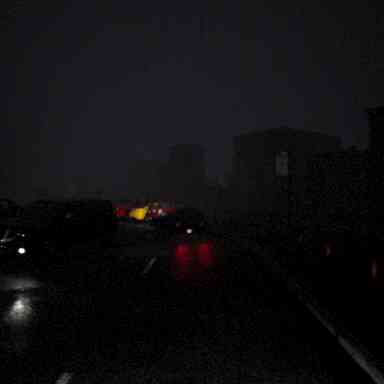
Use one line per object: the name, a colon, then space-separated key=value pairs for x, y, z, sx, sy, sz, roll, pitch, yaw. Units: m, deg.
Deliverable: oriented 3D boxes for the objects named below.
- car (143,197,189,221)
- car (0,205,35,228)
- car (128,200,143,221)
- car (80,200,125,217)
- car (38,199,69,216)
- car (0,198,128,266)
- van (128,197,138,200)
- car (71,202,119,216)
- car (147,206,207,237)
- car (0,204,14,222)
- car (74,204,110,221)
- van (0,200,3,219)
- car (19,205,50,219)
car: x=-1.209 y=1.529 z=26.818 sx=4.553 sy=1.767 sz=2.185 roll=0 pitch=-1 yaw=-38
car: x=-13.854 y=1.711 z=23.200 sx=4.892 sy=1.521 sz=2.231 roll=0 pitch=-1 yaw=-38
car: x=-3.036 y=1.710 z=29.239 sx=5.008 sy=1.535 sz=2.097 roll=0 pitch=-1 yaw=-38
car: x=-10.430 y=1.868 z=38.875 sx=4.553 sy=1.767 sz=2.185 roll=0 pitch=-2 yaw=-37
car: x=-17.535 y=1.942 z=41.943 sx=2.150 sy=2.045 sz=5.566 roll=0 pitch=-2 yaw=-37
car: x=-4.885 y=1.252 z=12.291 sx=2.150 sy=2.045 sz=5.566 roll=1 pitch=0 yaw=20
van: x=-8.660 y=1.686 z=36.410 sx=4.442 sy=1.987 sz=1.878 roll=0 pitch=-2 yaw=-37
car: x=-12.022 y=2.082 z=41.323 sx=5.366 sy=1.575 sz=1.946 roll=0 pitch=-2 yaw=-37
car: x=-0.914 y=1.686 z=18.710 sx=1.895 sy=1.301 sz=4.718 roll=0 pitch=-1 yaw=-21
car: x=-19.169 y=1.904 z=29.846 sx=5.366 sy=1.575 sz=1.946 roll=0 pitch=-2 yaw=-37
car: x=-9.508 y=1.859 z=31.333 sx=1.812 sy=1.442 sz=4.674 roll=0 pitch=-2 yaw=-37
van: x=-22.235 y=1.846 z=34.374 sx=4.442 sy=1.987 sz=1.878 roll=0 pitch=-2 yaw=-37
car: x=-16.968 y=2.086 z=35.646 sx=2.033 sy=1.411 sz=5.357 roll=0 pitch=-2 yaw=-37
